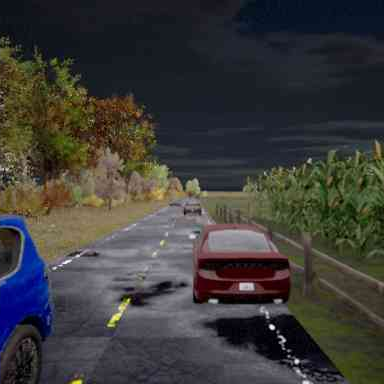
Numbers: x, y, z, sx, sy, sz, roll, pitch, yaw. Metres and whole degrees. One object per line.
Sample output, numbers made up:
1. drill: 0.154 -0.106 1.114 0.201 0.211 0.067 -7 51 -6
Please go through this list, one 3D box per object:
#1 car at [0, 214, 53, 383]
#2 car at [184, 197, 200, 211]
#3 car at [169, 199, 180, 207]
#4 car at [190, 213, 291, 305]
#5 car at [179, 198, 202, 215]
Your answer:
1. car: -2.752 1.232 1.815 2.150 2.045 5.566 0 0 0
2. car: 0.037 1.605 45.790 2.097 1.767 4.553 0 0 1
3. car: -2.773 1.877 56.439 1.994 1.385 4.181 0 0 0
4. car: 0.959 1.523 8.311 1.882 1.535 5.008 0 0 0
5. car: 0.059 1.688 35.754 2.128 1.511 4.902 0 0 0
